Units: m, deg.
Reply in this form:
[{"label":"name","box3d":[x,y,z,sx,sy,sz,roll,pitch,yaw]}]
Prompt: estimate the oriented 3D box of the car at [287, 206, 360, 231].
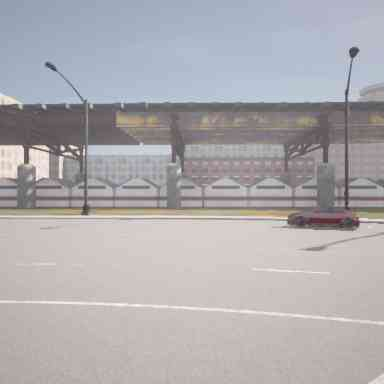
[{"label":"car","box3d":[8.101,1.564,20.670,4.181,1.385,1.994,0,0,17]}]
